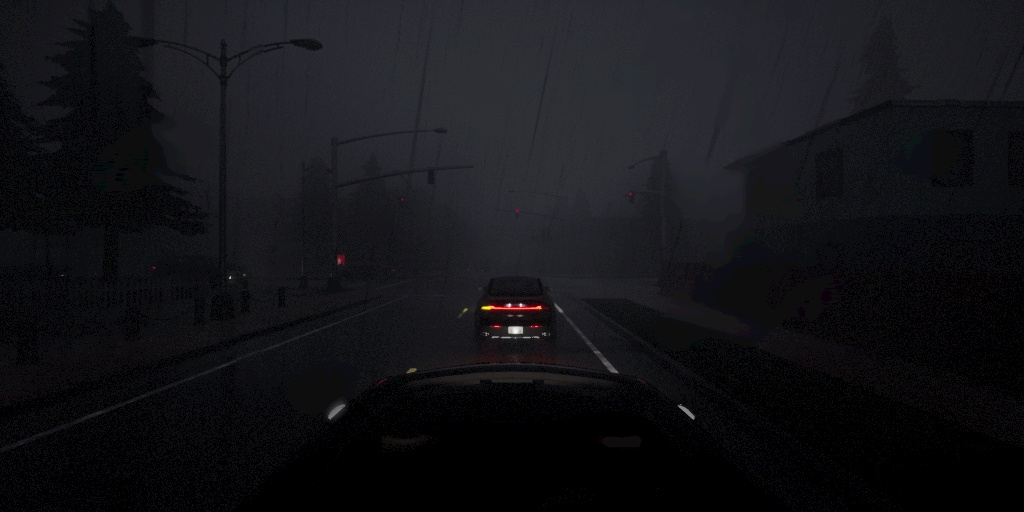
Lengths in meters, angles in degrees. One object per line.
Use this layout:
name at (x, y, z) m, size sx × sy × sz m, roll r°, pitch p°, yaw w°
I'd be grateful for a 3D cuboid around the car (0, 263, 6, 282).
car at (-41.913, 1.291, 27.119) m, size 4.674 × 1.442 × 1.812 m, roll 0°, pitch 0°, yaw -1°

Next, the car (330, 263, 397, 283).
car at (-11.477, 1.271, 27.860) m, size 4.892 × 1.490 × 1.837 m, roll 0°, pitch 2°, yaw -7°

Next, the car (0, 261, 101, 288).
car at (-31.102, 1.257, 23.733) m, size 4.902 × 1.511 × 2.128 m, roll 0°, pitch 0°, yaw -1°

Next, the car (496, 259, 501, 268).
car at (-3.447, 1.242, 60.119) m, size 2.128 × 1.511 × 4.902 m, roll 0°, pitch 0°, yaw 0°

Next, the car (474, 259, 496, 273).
car at (-3.503, 1.297, 44.413) m, size 2.033 × 1.411 × 5.357 m, roll 0°, pitch 0°, yaw 0°

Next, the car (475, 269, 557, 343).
car at (0.093, 1.255, 9.698) m, size 1.837 × 1.490 × 4.892 m, roll 0°, pitch 0°, yaw 0°

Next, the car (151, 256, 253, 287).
car at (-20.664, 0.987, 24.009) m, size 5.566 × 2.045 × 2.150 m, roll 0°, pitch 0°, yaw -1°
